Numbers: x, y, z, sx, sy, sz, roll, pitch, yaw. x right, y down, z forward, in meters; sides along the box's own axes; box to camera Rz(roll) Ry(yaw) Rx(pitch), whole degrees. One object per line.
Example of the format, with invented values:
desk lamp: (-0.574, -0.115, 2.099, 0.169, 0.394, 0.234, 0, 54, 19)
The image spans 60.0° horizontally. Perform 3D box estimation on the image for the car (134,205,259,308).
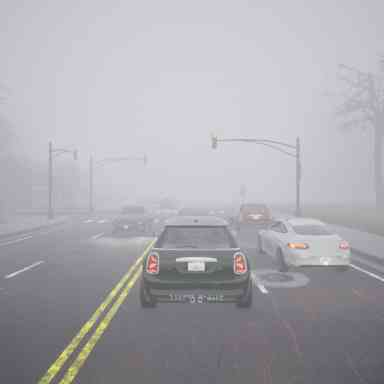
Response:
car: (0.090, 1.352, 8.064, 2.097, 1.767, 4.553, 0, 0, 0)

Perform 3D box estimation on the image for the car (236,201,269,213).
car: (3.341, 1.352, 19.410, 2.097, 1.767, 4.553, 0, 0, 0)

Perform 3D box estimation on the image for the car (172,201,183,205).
car: (0.070, 1.478, 17.329, 1.882, 1.535, 5.008, 0, 0, 0)

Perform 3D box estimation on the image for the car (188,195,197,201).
car: (0.143, 1.482, 85.668, 2.128, 1.511, 4.902, 0, 0, 0)

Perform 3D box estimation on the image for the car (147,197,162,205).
car: (-6.484, 1.542, 58.064, 1.994, 1.385, 4.181, 0, 0, 0)

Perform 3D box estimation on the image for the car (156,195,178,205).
car: (-3.274, 1.496, 44.558, 1.837, 1.490, 4.892, 0, 0, 0)

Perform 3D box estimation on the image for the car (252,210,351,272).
car: (3.350, 1.526, 10.616, 1.812, 1.442, 4.674, 0, 0, 0)

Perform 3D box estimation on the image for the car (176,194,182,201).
car: (-3.224, 1.504, 59.450, 1.812, 1.442, 4.674, 0, 0, 0)

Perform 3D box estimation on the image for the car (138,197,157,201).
car: (-6.512, 1.538, 45.382, 2.033, 1.411, 5.357, 0, 0, 2)

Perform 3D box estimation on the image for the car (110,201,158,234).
car: (-3.320, 1.505, 19.129, 1.837, 1.490, 4.892, 0, 0, 0)
